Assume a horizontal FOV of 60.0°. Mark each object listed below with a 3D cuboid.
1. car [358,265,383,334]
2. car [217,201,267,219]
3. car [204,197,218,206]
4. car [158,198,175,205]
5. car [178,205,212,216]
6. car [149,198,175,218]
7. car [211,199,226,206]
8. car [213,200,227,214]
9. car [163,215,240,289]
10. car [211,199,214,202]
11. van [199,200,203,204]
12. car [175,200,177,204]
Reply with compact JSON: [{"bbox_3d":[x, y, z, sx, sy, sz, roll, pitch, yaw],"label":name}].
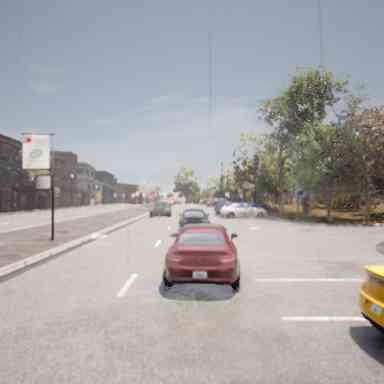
[{"bbox_3d":[5.086,1.520,4.730,5.008,1.535,2.097,0,-1,0],"label":"car"},{"bbox_3d":[5.129,1.896,33.213,4.674,1.452,2.002,0,-1,0],"label":"car"},{"bbox_3d":[5.209,2.137,67.246,4.553,1.767,2.185,0,-1,0],"label":"car"},{"bbox_3d":[-7.246,2.667,94.683,4.553,1.767,2.185,0,-2,0],"label":"car"},{"bbox_3d":[0.128,1.749,20.496,1.812,1.442,4.674,0,0,0],"label":"car"},{"bbox_3d":[-3.252,1.748,34.865,2.097,1.767,4.553,0,-1,-1],"label":"car"},{"bbox_3d":[5.134,1.933,39.635,4.892,1.521,2.231,0,-1,0],"label":"car"},{"bbox_3d":[5.141,1.893,36.362,5.008,1.535,2.097,0,-1,0],"label":"car"},{"bbox_3d":[0.328,1.617,9.392,1.812,1.442,4.674,0,0,4],"label":"car"},{"bbox_3d":[5.141,2.011,42.910,4.674,1.452,2.002,0,-1,0],"label":"car"},{"bbox_3d":[4.900,2.469,91.211,4.442,1.987,1.878,0,-2,0],"label":"van"},{"bbox_3d":[-7.440,2.704,91.761,5.366,1.575,1.946,0,-2,0],"label":"car"}]
